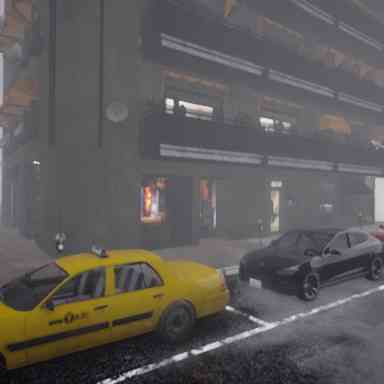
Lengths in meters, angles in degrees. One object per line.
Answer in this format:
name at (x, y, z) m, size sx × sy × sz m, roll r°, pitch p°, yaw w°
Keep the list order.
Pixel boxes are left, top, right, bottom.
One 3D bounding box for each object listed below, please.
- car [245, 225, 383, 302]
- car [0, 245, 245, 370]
car at (3.125, 1.560, 8.297) m, size 4.313 × 1.339 × 1.947 m, roll 0°, pitch 1°, yaw -35°
car at (-1.638, 1.524, 4.915) m, size 4.829 × 1.417 × 1.752 m, roll 0°, pitch 1°, yaw -35°
